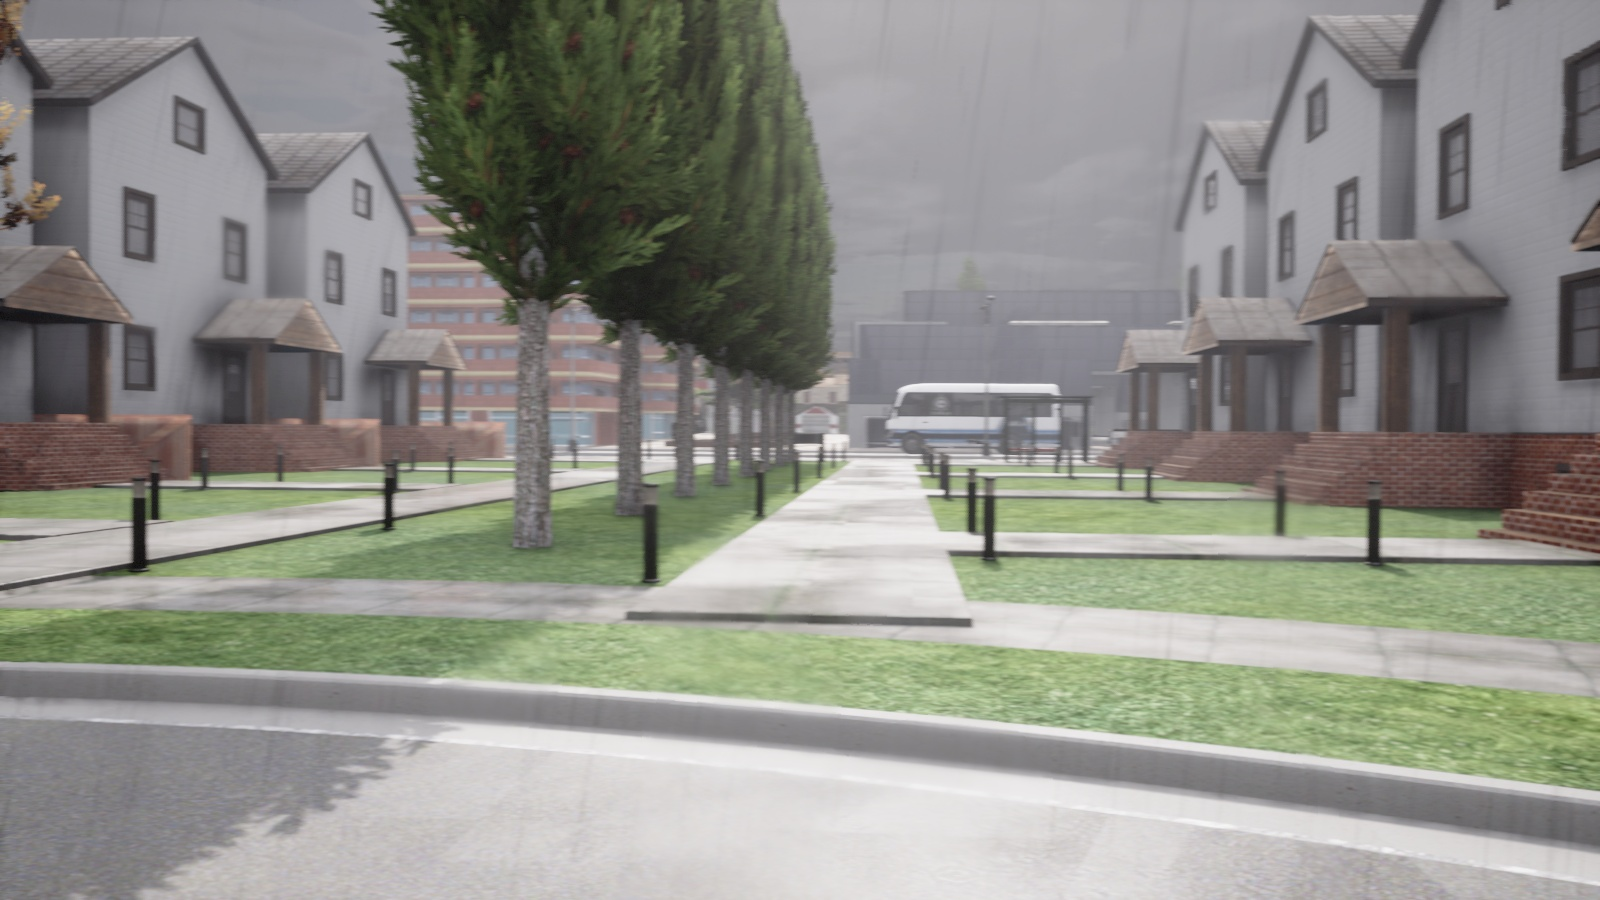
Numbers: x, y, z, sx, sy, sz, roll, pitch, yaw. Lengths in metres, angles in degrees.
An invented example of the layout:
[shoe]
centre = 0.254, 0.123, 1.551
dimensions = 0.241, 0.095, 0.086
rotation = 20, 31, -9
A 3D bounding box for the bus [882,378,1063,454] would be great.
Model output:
[bus]
centre = 10.035, -1.965, 73.946
dimensions = 10.273, 4.253, 3.944
rotation = -1, 1, 5
